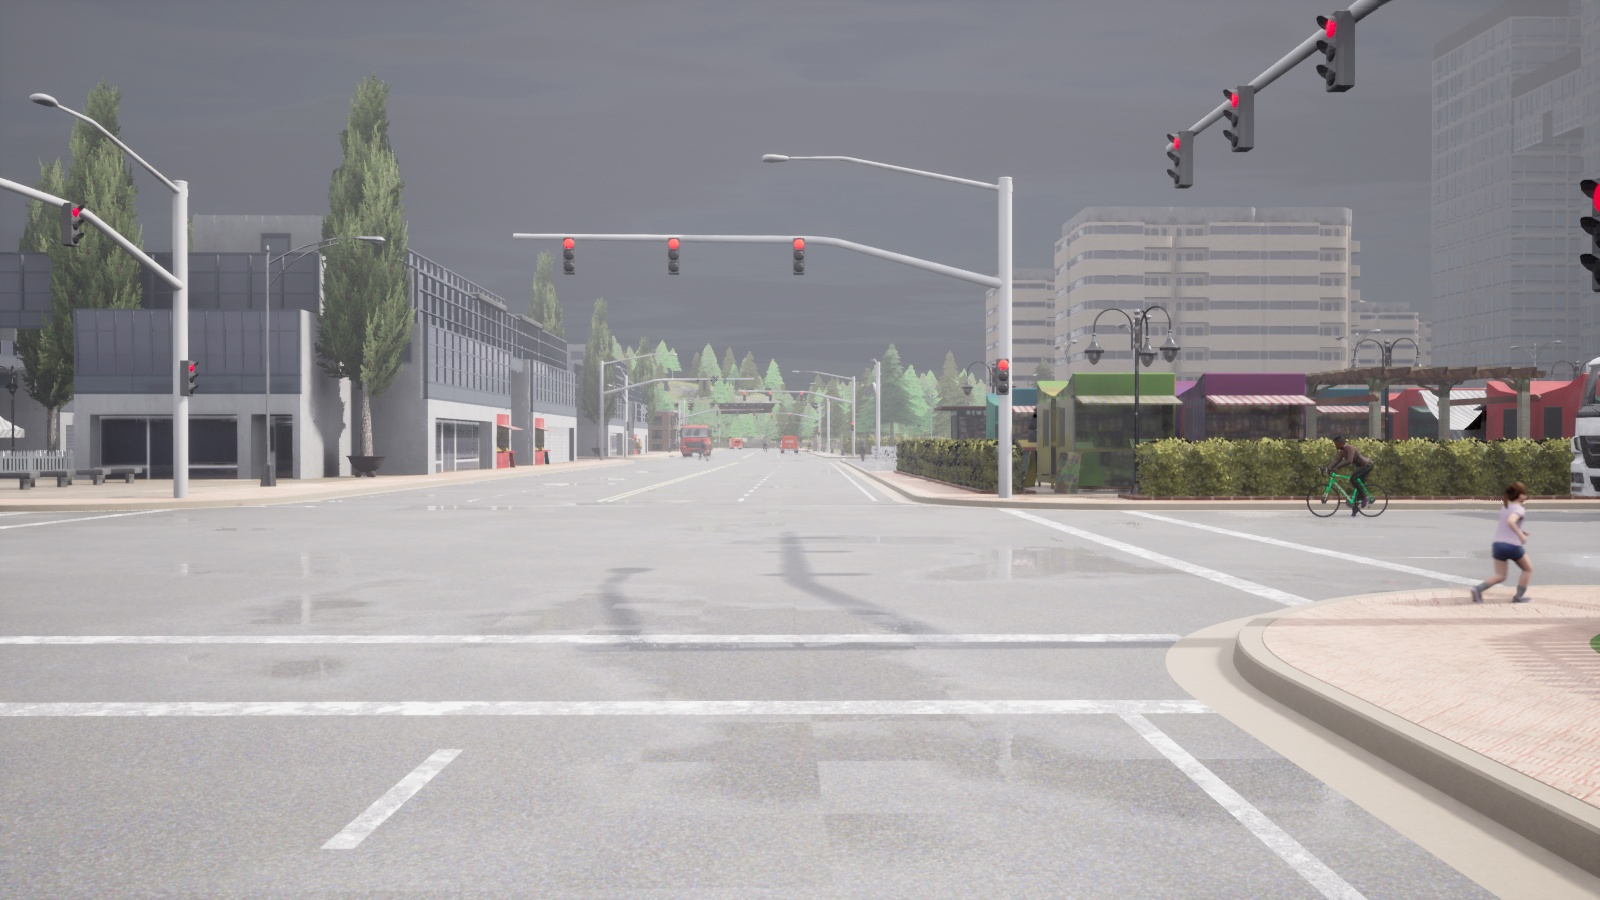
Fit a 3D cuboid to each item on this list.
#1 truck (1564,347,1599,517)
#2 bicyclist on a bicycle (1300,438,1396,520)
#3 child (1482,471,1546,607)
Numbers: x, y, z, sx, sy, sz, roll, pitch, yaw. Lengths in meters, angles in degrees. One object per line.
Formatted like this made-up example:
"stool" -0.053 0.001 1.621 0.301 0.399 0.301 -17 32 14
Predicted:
"truck" 20.193 -0.362 25.251 7.936 3.462 2.891 0 0 -1
"bicyclist on a bicycle" 10.932 0.567 25.075 1.656 1.620 0.582 0 0 -1
"child" 5.948 0.731 10.466 0.394 1.110 0.255 0 0 -11
